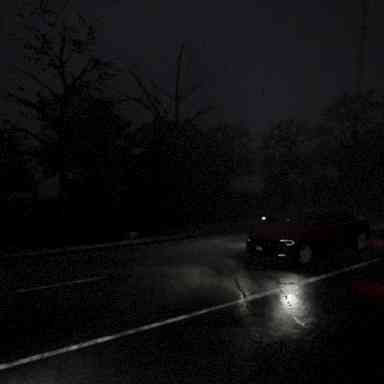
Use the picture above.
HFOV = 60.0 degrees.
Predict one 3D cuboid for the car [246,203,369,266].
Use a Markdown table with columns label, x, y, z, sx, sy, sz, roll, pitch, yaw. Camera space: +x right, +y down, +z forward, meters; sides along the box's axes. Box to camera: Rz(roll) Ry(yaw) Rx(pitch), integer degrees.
| label | x | y | z | sx | sy | sz | roll | pitch | yaw |
| --- | --- | --- | --- | --- | --- | --- | --- | --- | --- |
| car | 3.982 | 1.287 | 11.124 | 5.008 | 1.535 | 1.882 | -2 | 1 | -35 |

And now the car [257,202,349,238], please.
| label | x | y | z | sx | sy | sz | roll | pitch | yaw |
| --- | --- | --- | --- | --- | --- | --- | --- | --- | --- |
| car | 5.606 | 1.263 | 16.573 | 4.718 | 1.301 | 1.895 | -2 | 1 | -35 |

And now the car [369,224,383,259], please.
| label | x | y | z | sx | sy | sz | roll | pitch | yaw |
| --- | --- | --- | --- | --- | --- | --- | --- | --- | --- |
| car | 7.147 | 1.316 | 8.842 | 5.357 | 1.411 | 2.033 | -2 | 1 | -36 |
